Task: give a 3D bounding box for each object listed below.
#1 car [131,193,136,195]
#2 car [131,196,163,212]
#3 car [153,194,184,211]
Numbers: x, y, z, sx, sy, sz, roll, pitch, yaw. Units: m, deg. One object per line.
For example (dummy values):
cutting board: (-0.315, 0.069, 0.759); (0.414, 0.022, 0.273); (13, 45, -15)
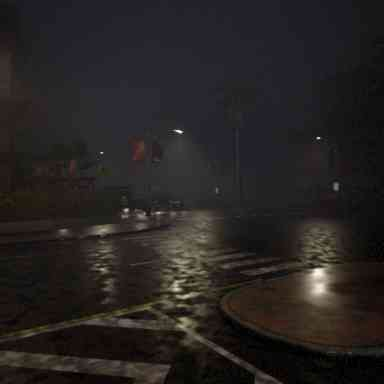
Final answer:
car: (-13.408, 1.209, 68.461); (2.150, 2.045, 5.566); (0, 0, -39)
car: (-5.643, 1.519, 39.199); (1.812, 1.442, 4.674); (0, 0, -35)
car: (-3.198, 1.213, 41.839); (2.150, 2.045, 5.566); (0, 0, -35)
